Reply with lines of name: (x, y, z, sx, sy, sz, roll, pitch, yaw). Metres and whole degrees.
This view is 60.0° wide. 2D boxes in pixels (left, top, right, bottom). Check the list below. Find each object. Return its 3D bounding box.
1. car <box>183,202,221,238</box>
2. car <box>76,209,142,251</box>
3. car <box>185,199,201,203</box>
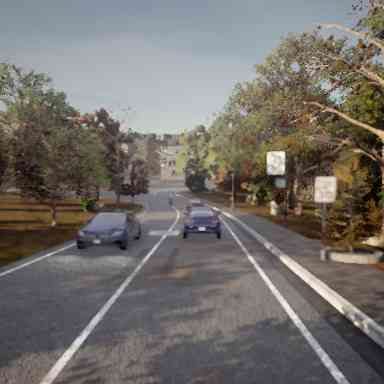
car: (0.515, 1.493, 17.390, 1.812, 1.442, 4.674, 0, 0, 1)
car: (-3.302, 1.483, 14.081, 1.812, 1.442, 4.674, 0, 0, 1)
car: (0.268, 1.440, 35.249, 1.812, 1.442, 4.674, 0, 0, -4)
